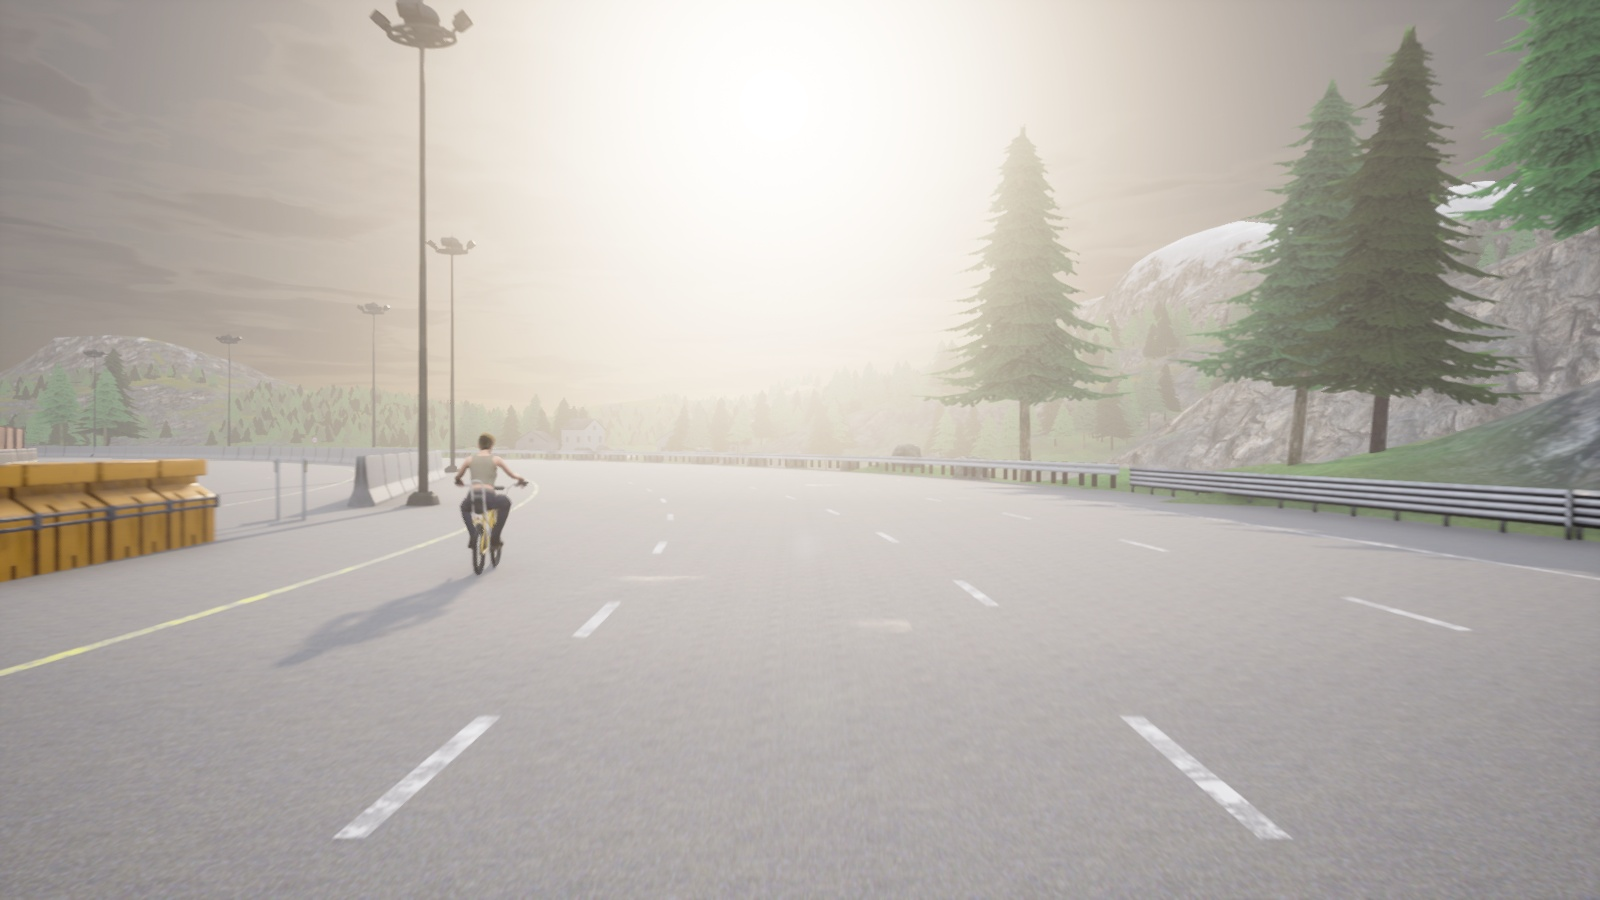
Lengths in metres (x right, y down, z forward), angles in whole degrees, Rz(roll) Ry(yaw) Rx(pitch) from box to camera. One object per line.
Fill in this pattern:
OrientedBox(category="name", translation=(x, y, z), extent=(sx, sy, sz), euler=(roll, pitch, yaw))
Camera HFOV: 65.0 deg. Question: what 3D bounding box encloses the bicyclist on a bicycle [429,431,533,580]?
OrientedBox(category="bicyclist on a bicycle", translation=(-3.613, 0.600, 14.349), extent=(0.866, 1.612, 1.509), euler=(0, 0, -3))
